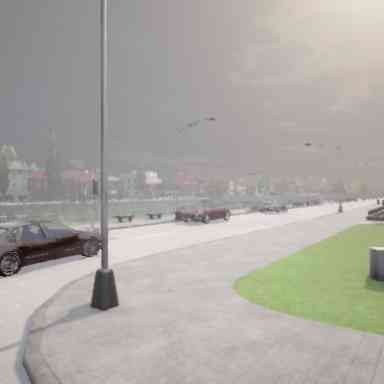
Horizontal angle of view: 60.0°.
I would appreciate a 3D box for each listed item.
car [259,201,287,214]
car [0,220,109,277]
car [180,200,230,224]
[{"bbox_3d":[9.081,1.645,37.093,1.994,1.385,4.181,0,0,36],"label":"car"},{"bbox_3d":[-5.075,1.606,10.603,2.033,1.411,5.357,-1,0,28],"label":"car"},{"bbox_3d":[1.076,1.433,25.880,2.097,1.767,4.553,0,0,36],"label":"car"}]
